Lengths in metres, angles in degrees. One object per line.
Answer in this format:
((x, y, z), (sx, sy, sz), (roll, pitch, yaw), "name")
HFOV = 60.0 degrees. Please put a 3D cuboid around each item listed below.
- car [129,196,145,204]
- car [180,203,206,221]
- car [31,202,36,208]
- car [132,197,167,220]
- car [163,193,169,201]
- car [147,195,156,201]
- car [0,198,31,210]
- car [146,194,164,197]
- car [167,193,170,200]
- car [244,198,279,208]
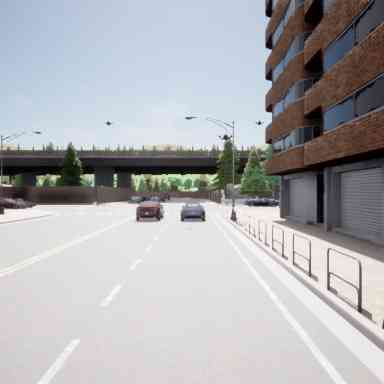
((-10.555, 1.526, 62.269), (1.812, 1.442, 4.674), (0, 0, 0), "car")
((0.085, 1.564, 27.234), (1.994, 1.385, 4.181), (0, 0, 0), "car")
((-23.058, 1.509, 44.093), (4.181, 1.385, 1.994), (0, 0, 0), "car")
((-3.436, 1.478, 27.687), (1.882, 1.535, 5.008), (0, 0, 0), "car")
((-7.000, 1.540, 74.763), (2.033, 1.411, 5.357), (0, 0, 0), "car")
((-10.502, 1.524, 87.319), (1.812, 1.442, 4.674), (0, 0, 0), "car")
((-22.696, 1.470, 40.594), (4.674, 1.442, 1.812), (0, 0, 0), "car")
((-7.057, 1.564, 62.867), (1.994, 1.385, 4.181), (0, 0, 0), "car")
((-7.001, 1.225, 88.672), (2.150, 2.045, 5.566), (0, 0, 0), "car")
((9.883, 1.545, 47.816), (4.718, 1.301, 1.895), (0, 0, 1), "car")
